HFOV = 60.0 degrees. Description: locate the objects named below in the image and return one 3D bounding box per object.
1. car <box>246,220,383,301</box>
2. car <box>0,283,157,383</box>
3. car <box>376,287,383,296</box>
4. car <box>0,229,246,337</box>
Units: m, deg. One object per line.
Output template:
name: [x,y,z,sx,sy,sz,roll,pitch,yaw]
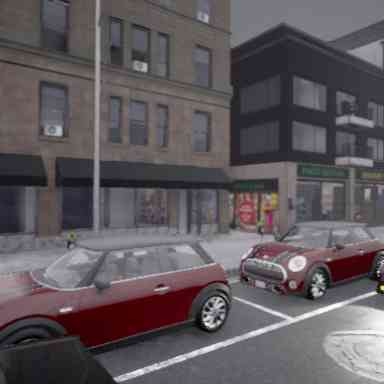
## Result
car: [3.117,1.497,8.407,4.097,1.590,1.967,1,0,-35]
car: [-2.513,1.590,1.280,4.718,1.301,1.895,1,0,-35]
car: [5.879,1.633,7.257,4.181,1.385,1.994,1,0,-35]
car: [-1.370,1.454,5.209,4.097,1.590,1.967,1,0,-35]
